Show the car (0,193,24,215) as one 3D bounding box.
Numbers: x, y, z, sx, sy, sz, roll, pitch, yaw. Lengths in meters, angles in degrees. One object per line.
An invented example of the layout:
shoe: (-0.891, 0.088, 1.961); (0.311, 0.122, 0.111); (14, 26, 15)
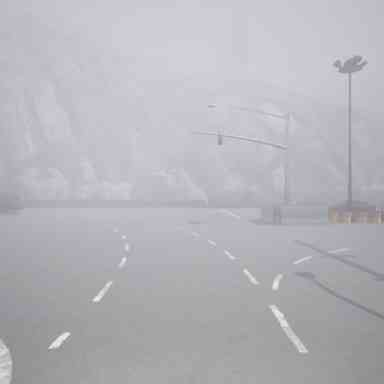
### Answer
car: (-19.535, 1.143, 32.577); (5.566, 2.045, 2.150); (0, 0, -6)

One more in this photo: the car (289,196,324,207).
car: (14.294, 1.267, 41.011); (4.553, 1.767, 2.097); (0, 0, -3)

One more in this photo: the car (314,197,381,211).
car: (14.209, 1.442, 30.503); (4.892, 1.490, 1.837); (0, 0, -3)

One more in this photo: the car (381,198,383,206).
car: (24.662, 1.409, 41.544); (4.902, 1.511, 2.128); (0, 0, -3)
